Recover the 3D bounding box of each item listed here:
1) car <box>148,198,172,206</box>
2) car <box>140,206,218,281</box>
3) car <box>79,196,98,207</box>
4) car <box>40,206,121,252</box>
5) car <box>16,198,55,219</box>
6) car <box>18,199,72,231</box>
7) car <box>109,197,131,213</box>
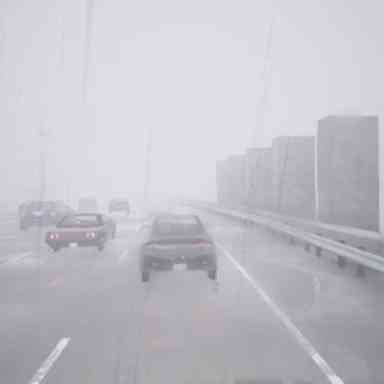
[{"bbox_3d":[-2.734,1.240,28.347,1.812,1.442,4.674,-1,1,-9],"label":"car"},{"bbox_3d":[-0.439,1.387,9.602,2.128,1.511,4.902,-1,1,-4],"label":"car"},{"bbox_3d":[-11.948,1.211,38.511,1.882,1.535,5.008,-1,1,-13],"label":"car"},{"bbox_3d":[-4.266,1.506,13.588,1.895,1.301,4.718,-1,1,-5],"label":"car"},{"bbox_3d":[-13.513,1.342,29.019,1.882,1.535,5.008,-1,1,-10],"label":"car"},{"bbox_3d":[-8.600,1.245,20.155,2.097,1.767,4.553,-1,1,-7],"label":"car"},{"bbox_3d":[-6.974,1.212,32.052,1.882,1.535,5.008,-1,1,-11],"label":"car"}]
